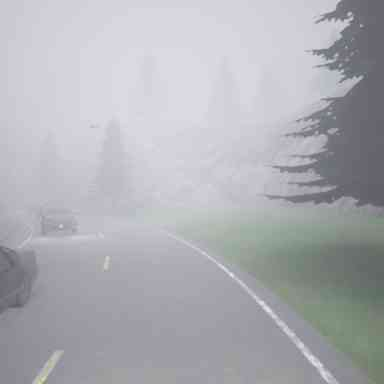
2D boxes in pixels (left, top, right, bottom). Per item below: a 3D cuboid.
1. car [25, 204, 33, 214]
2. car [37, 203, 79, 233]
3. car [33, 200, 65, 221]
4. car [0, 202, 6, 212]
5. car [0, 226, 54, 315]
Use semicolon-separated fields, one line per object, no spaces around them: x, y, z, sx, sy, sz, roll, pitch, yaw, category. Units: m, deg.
-16.092;1.665;35.837;4.892;1.490;1.837;0;0;38;car
-8.001;1.595;19.825;1.837;1.490;4.892;0;-1;-26;car
-10.221;1.385;24.778;2.097;1.767;4.553;0;0;-32;car
-25.150;1.674;40.657;4.902;1.511;2.128;0;0;18;car
-4.057;1.571;5.202;2.033;1.411;5.357;0;0;-7;car
